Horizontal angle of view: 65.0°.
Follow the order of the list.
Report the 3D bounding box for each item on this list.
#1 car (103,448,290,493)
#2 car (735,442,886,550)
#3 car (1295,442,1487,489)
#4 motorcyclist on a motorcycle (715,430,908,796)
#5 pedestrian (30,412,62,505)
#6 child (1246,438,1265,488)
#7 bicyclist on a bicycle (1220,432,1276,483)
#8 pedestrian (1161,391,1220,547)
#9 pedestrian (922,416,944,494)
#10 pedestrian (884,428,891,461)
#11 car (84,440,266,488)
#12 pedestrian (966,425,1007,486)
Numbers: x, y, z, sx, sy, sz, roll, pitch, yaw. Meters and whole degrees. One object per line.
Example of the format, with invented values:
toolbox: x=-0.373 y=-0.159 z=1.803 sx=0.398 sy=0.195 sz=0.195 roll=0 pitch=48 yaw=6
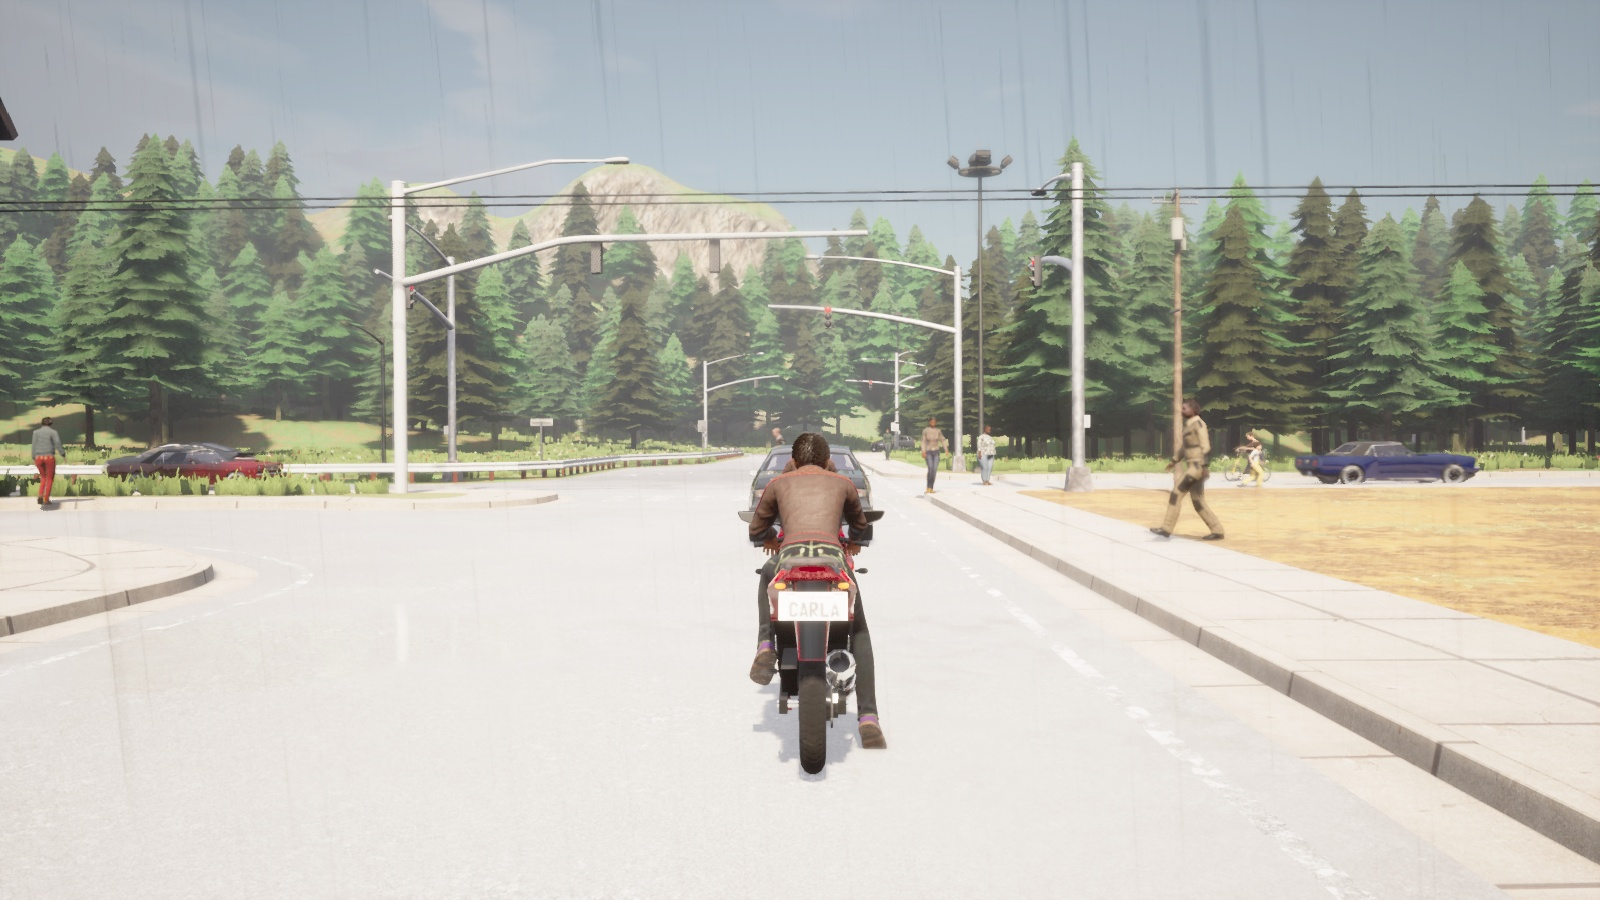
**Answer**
car: x=-18.043 y=0.596 z=37.681 sx=4.718 sy=1.301 sz=1.895 roll=0 pitch=1 yaw=1
car: x=0.165 y=0.601 z=19.547 sx=2.033 sy=1.411 sz=5.357 roll=0 pitch=1 yaw=1
car: x=17.219 y=0.430 z=36.758 sx=4.718 sy=1.301 sz=1.895 roll=0 pitch=1 yaw=1
motorcyclist on a motorcycle: x=0.057 y=0.671 z=6.254 sx=0.797 sy=1.523 sz=2.044 roll=0 pitch=1 yaw=0
pedestrian: x=-15.225 y=0.161 z=25.364 sx=0.353 sy=1.847 sz=0.614 roll=0 pitch=1 yaw=-10
child: x=11.712 y=0.330 z=32.287 sx=0.437 sy=1.263 sz=0.270 roll=0 pitch=1 yaw=13
bicyclist on a bicycle: x=14.380 y=0.245 z=40.329 sx=1.509 sy=1.612 sz=0.866 roll=0 pitch=1 yaw=2
pedestrian: x=4.920 y=0.232 z=15.816 sx=0.692 sy=1.930 sz=0.396 roll=0 pitch=1 yaw=18
pedestrian: x=3.109 y=0.107 z=29.468 sx=0.328 sy=1.805 sz=0.869 roll=0 pitch=1 yaw=-7
pedestrian: x=4.939 y=-0.310 z=70.754 sx=0.353 sy=1.847 sz=0.614 roll=0 pitch=1 yaw=4
car: x=-20.435 y=0.428 z=41.221 sx=4.902 sy=1.511 sz=2.128 roll=0 pitch=1 yaw=2
pedestrian: x=5.746 y=0.162 z=38.668 sx=0.874 sy=1.855 sz=0.900 roll=-1 pitch=1 yaw=-36
